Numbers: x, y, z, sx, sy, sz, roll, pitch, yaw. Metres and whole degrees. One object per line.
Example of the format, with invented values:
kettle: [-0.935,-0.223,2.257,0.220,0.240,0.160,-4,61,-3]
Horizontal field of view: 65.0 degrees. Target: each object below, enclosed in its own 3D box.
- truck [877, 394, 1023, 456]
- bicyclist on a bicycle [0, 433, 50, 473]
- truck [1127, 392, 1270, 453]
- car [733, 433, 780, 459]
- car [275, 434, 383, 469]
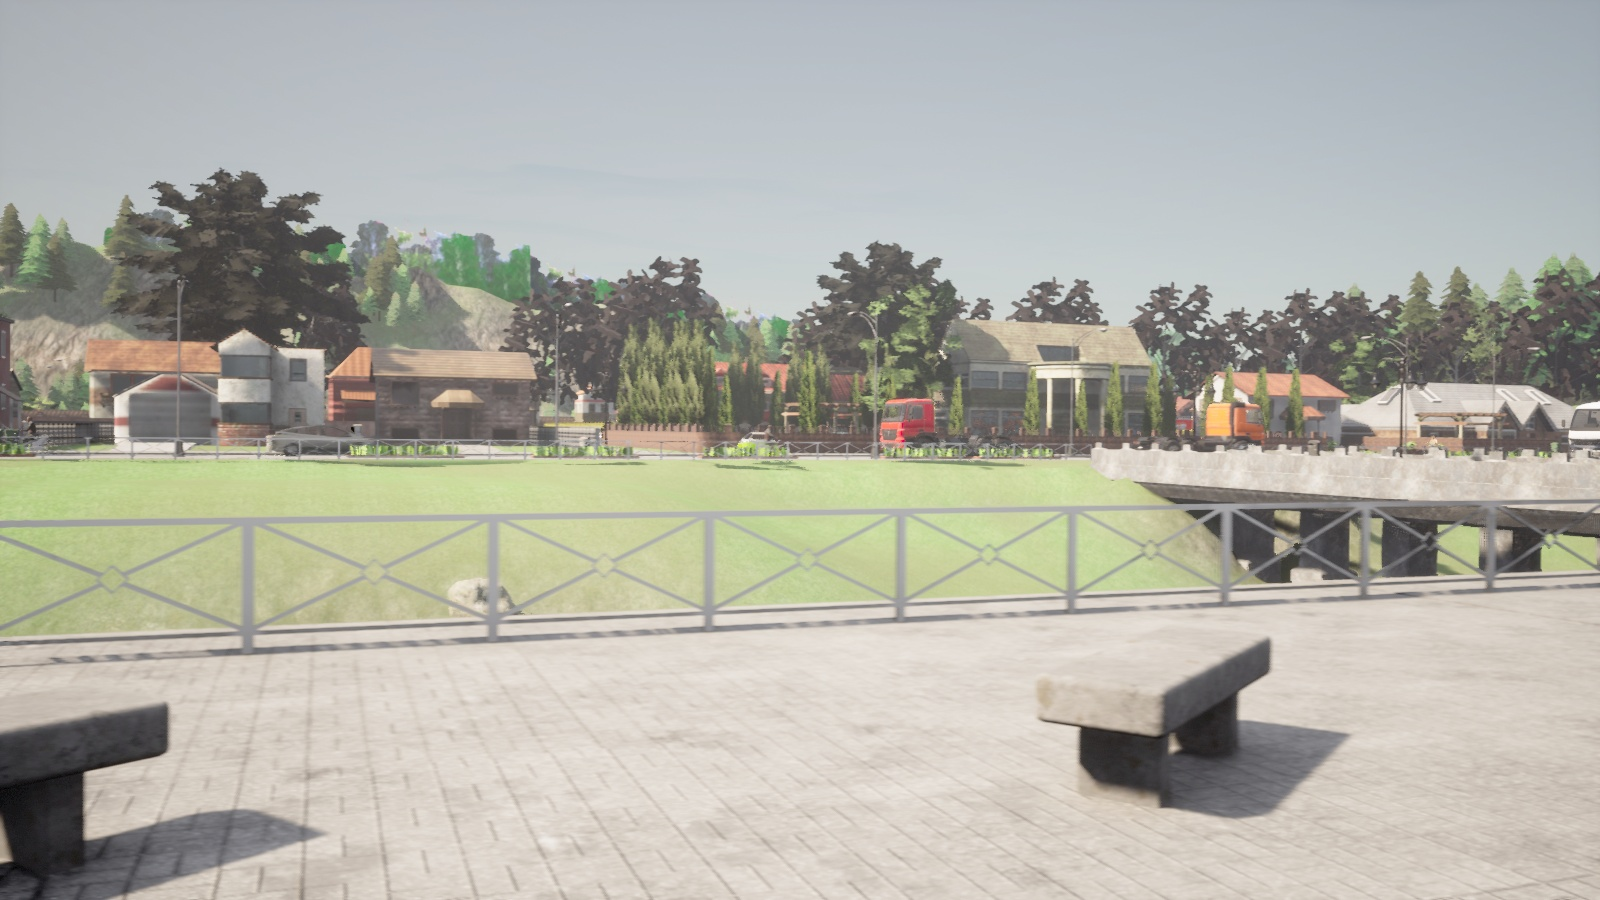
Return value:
truck: [8.729,-1.467,73.057,7.936,3.462,2.891,-1,1,-21]
bicyclist on a bicycle: [-34.892,0.126,56.517,1.843,1.776,0.659,-1,1,-21]
truck: [23.619,-1.650,74.428,7.936,3.462,2.891,-1,1,-21]
car: [-2.408,-0.241,68.844,2.207,1.376,1.481,-1,1,-21]
car: [-21.467,0.044,57.334,4.514,1.525,2.007,-1,1,-21]
